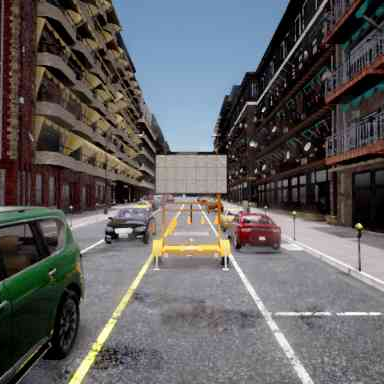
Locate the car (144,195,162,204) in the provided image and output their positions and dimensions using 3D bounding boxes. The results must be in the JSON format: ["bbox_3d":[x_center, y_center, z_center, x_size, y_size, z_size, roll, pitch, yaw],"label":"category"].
[{"bbox_3d":[-5.377,1.394,42.038,2.192,1.841,5.009,2,0,0],"label":"car"}]

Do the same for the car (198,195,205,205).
[{"bbox_3d":[2.461,1.678,58.583,1.887,1.381,4.507,1,0,0],"label":"car"}]

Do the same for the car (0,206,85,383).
[{"bbox_3d":[-2.749,1.224,3.048,2.150,2.045,5.566,0,0,0],"label":"car"}]

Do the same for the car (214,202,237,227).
[{"bbox_3d":[2.544,1.551,20.039,1.752,1.417,4.829,1,0,0],"label":"car"}]

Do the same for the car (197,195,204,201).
[{"bbox_3d":[2.358,1.726,91.770,1.967,1.590,4.097,1,0,0],"label":"car"}]

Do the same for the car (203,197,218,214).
[{"bbox_3d":[2.508,1.609,36.460,1.887,1.381,4.507,1,0,0],"label":"car"}]

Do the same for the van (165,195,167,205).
[{"bbox_3d":[-5.402,1.454,53.097,1.690,1.788,3.998,2,0,0],"label":"van"}]

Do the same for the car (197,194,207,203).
[{"bbox_3d":[2.385,1.543,80.707,2.192,1.841,5.009,1,0,0],"label":"car"}]

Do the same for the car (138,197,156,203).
[{"bbox_3d":[-5.371,1.589,36.336,1.752,1.417,4.829,2,0,0],"label":"car"}]

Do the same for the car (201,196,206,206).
[{"bbox_3d":[2.496,1.629,41.991,2.008,1.369,4.403,1,0,0],"label":"car"}]

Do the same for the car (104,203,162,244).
[{"bbox_3d":[-2.788,1.510,15.859,2.128,1.511,4.902,0,0,0],"label":"car"}]

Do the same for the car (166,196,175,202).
[{"bbox_3d":[-5.479,1.822,86.281,1.947,1.339,4.313,1,0,0],"label":"car"}]

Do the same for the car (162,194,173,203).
[{"bbox_3d":[-5.449,1.518,75.219,2.192,1.841,5.009,1,0,0],"label":"car"}]

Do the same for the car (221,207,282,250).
[{"bbox_3d":[2.556,1.561,14.337,1.887,1.381,4.507,1,0,0],"label":"car"}]

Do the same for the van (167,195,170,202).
[{"bbox_3d":[-5.414,1.475,58.629,1.690,1.788,3.998,1,0,0],"label":"van"}]

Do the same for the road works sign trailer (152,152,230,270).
[{"bbox_3d":[-0.023,0.475,10.998,2.380,3.560,2.880,0,0,0],"label":"road works sign trailer"}]

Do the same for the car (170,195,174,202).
[{"bbox_3d":[-5.437,1.494,69.689,2.192,1.841,5.009,1,0,0],"label":"car"}]
